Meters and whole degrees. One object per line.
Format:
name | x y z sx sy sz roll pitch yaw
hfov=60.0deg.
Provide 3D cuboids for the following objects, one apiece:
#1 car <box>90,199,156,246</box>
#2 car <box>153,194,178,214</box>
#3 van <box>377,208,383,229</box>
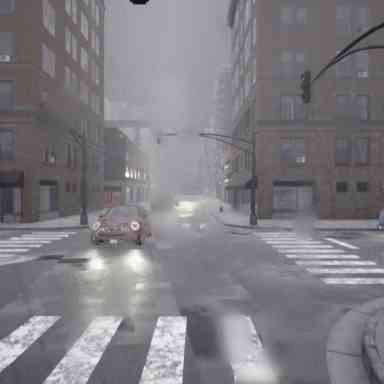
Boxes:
car | -3.091 1.361 15.342 2.097 1.767 4.553 0 0 0
car | -3.076 1.255 36.982 2.150 2.045 5.566 0 0 0
van | 12.065 1.364 17.576 3.998 1.788 1.690 0 0 0
